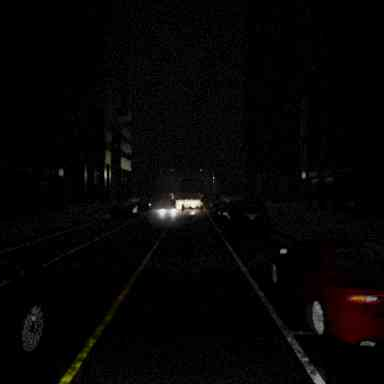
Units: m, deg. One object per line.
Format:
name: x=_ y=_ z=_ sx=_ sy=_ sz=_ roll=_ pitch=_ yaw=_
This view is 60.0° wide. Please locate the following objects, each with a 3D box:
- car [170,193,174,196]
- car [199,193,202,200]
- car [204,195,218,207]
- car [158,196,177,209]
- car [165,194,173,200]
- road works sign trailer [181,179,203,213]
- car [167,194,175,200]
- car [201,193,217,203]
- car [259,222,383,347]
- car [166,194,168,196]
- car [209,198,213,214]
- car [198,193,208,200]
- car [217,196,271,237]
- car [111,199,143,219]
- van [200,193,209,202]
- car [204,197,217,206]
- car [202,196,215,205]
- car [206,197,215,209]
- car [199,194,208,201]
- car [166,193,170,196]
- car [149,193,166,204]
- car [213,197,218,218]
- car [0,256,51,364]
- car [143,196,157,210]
car: x=-5.748 y=1.147 z=79.191 sx=2.192 sy=1.841 sz=5.009 roll=0 pitch=0 yaw=0
car: x=2.775 y=1.294 z=67.987 sx=1.967 sy=1.590 sz=4.097 roll=0 pitch=0 yaw=0
car: x=2.768 y=1.437 z=40.148 sx=1.752 sy=1.417 sz=4.829 roll=0 pitch=0 yaw=0
car: x=-3.081 y=1.504 z=44.441 sx=1.895 sy=1.301 sz=4.718 roll=0 pitch=0 yaw=0
car: x=-5.746 y=1.346 z=84.623 sx=1.752 sy=1.417 sz=4.829 roll=0 pitch=0 yaw=0
road works sign trailer: x=0.007 y=0.385 z=36.175 sx=2.380 sy=3.560 sz=2.880 roll=0 pitch=0 yaw=0
car: x=-5.745 y=1.249 z=90.395 sx=1.967 sy=1.590 sz=4.097 roll=0 pitch=0 yaw=0
car: x=2.769 y=1.215 z=45.580 sx=2.192 sy=1.841 sz=5.009 roll=0 pitch=0 yaw=0
car: x=2.760 y=1.530 z=6.368 sx=1.887 sy=1.381 sz=4.507 roll=0 pitch=0 yaw=0
car: x=-5.753 y=1.444 z=56.783 sx=1.947 sy=1.339 sz=4.313 roll=0 pitch=0 yaw=0
car: x=2.766 y=1.502 z=28.775 sx=1.947 sy=1.339 sz=4.313 roll=0 pitch=0 yaw=0
car: x=2.779 y=1.135 z=84.792 sx=2.192 sy=1.841 sz=5.009 roll=0 pitch=0 yaw=0
car: x=2.762 y=1.275 z=17.571 sx=2.192 sy=1.841 sz=5.009 roll=0 pitch=0 yaw=0
car: x=-5.760 y=1.482 z=28.772 sx=1.887 sy=1.381 sz=4.507 roll=0 pitch=0 yaw=0
van: x=2.776 y=1.183 z=73.589 sx=1.690 sy=1.788 sz=3.998 roll=0 pitch=0 yaw=0
car: x=2.771 y=1.471 z=51.182 sx=1.802 sy=1.307 sz=4.206 roll=0 pitch=0 yaw=0
car: x=2.773 y=1.443 z=56.784 sx=1.947 sy=1.339 sz=4.313 roll=0 pitch=0 yaw=0
car: x=2.767 y=1.475 z=34.377 sx=2.008 sy=1.369 sz=4.403 roll=0 pitch=0 yaw=0
car: x=2.778 y=1.271 z=79.190 sx=1.967 sy=1.590 sz=4.097 roll=0 pitch=0 yaw=0
car: x=-5.752 y=1.306 z=62.384 sx=1.967 sy=1.590 sz=4.097 roll=0 pitch=0 yaw=0
car: x=-5.755 y=1.204 z=51.180 sx=2.192 sy=1.841 sz=5.009 roll=0 pitch=0 yaw=0
car: x=2.764 y=1.388 z=23.173 sx=1.967 sy=1.590 sz=4.097 roll=0 pitch=0 yaw=0
car: x=-3.101 y=1.484 z=3.227 sx=2.128 sy=1.511 sz=4.902 roll=0 pitch=0 yaw=0
car: x=-5.757 y=1.464 z=39.976 sx=2.008 sy=1.369 sz=4.403 roll=0 pitch=0 yaw=0
